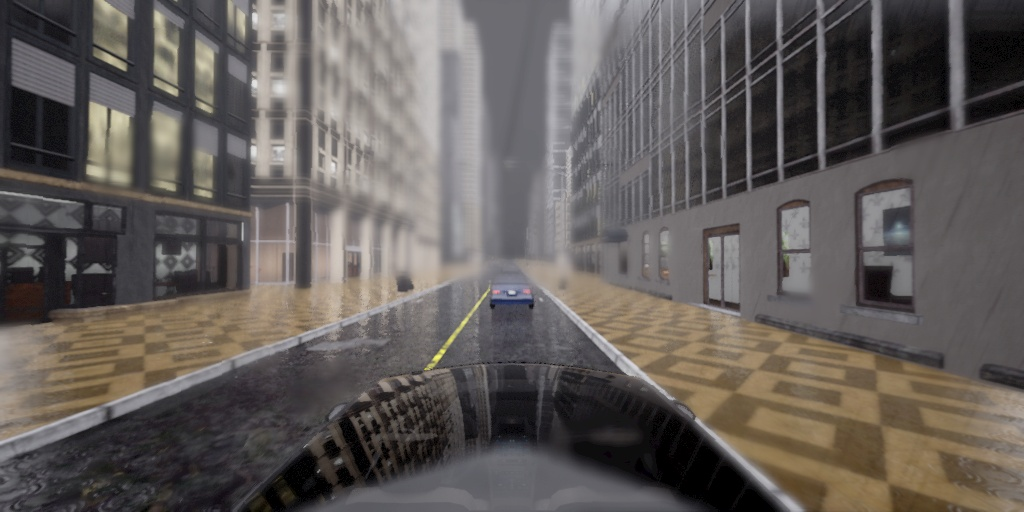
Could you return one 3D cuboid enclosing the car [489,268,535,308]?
[{"bbox_3d":[0.000,1.428,15.836,2.033,1.411,5.357,0,0,0],"label":"car"}]

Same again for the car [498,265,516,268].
[{"bbox_3d":[-0.001,1.620,30.953,1.895,1.301,4.718,0,0,0],"label":"car"}]
